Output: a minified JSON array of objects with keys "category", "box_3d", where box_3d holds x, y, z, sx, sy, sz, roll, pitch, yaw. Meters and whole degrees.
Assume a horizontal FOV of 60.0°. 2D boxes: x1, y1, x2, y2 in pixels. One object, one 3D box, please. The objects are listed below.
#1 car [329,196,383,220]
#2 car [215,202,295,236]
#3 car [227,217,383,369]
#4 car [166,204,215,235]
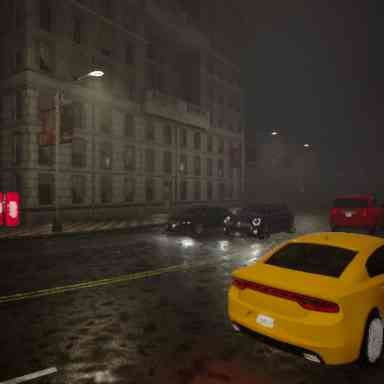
[{"category":"car","box_3d":[9.404,1.214,18.680,2.150,2.045,5.566,0,0,37]},{"category":"car","box_3d":[3.486,1.341,16.928,2.097,1.767,4.553,0,0,39]},{"category":"car","box_3d":[2.765,1.475,5.892,5.008,1.535,1.882,0,1,-42]},{"category":"car","box_3d":[0.605,1.492,18.912,1.837,1.490,4.892,0,0,39]}]
